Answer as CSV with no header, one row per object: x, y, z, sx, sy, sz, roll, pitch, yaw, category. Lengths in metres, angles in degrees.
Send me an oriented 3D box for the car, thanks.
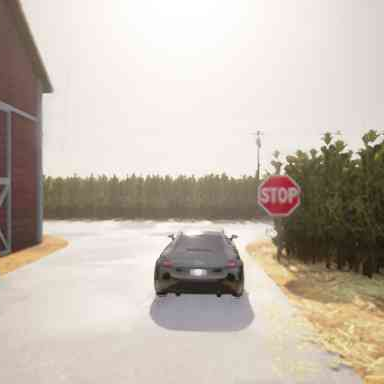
0.268,1.589,8.699,1.994,1.385,4.181,0,0,4,car
